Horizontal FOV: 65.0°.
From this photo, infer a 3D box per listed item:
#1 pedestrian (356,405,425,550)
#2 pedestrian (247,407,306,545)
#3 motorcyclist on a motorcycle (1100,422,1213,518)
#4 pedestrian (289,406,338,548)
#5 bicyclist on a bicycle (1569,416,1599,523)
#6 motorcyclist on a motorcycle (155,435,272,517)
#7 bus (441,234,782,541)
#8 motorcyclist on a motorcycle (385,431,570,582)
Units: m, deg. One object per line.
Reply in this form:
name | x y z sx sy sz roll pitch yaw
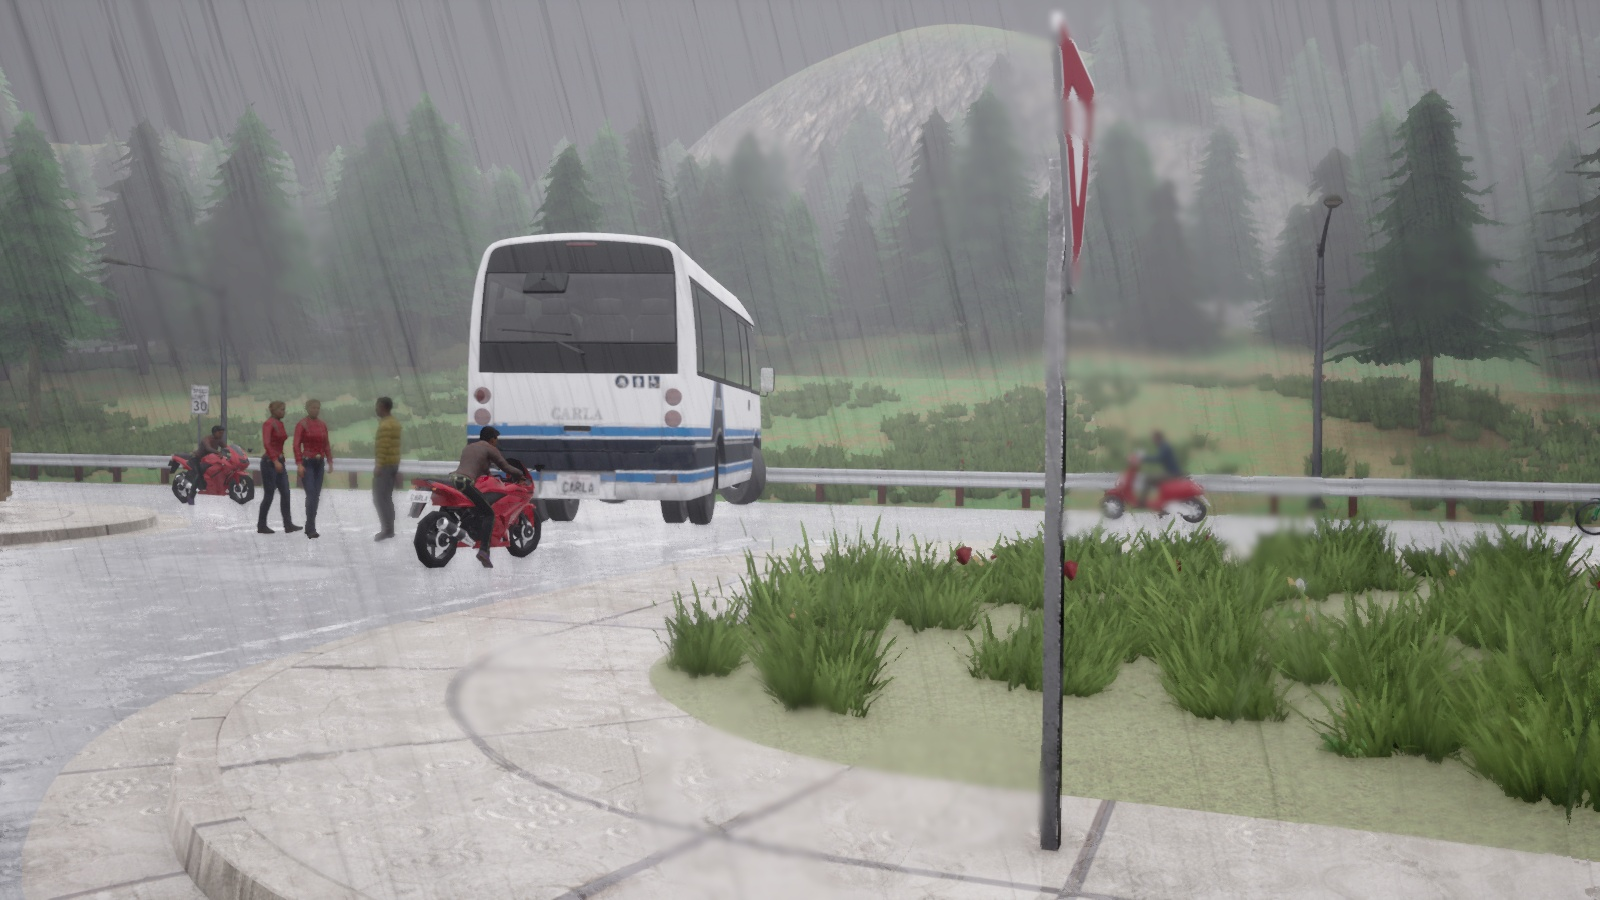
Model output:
pedestrian | -5.273 0.344 16.174 0.709 1.840 0.431 0 1 8
pedestrian | -7.118 0.348 17.089 0.636 1.846 0.331 0 1 9
motorcyclist on a motorcycle | 6.128 0.335 21.570 1.817 1.590 0.866 0 1 20
pedestrian | -6.438 0.348 16.598 0.636 1.846 0.331 0 1 43
bicyclist on a bicycle | 12.717 0.291 19.193 1.509 1.612 0.866 0 1 20
motorcyclist on a motorcycle | -11.264 0.486 24.119 2.044 1.523 0.797 0 1 20
bus | -2.720 -0.927 22.684 3.944 4.253 10.273 0 1 4
motorcyclist on a motorcycle | -3.490 0.557 13.804 0.797 1.523 2.044 0 1 27
